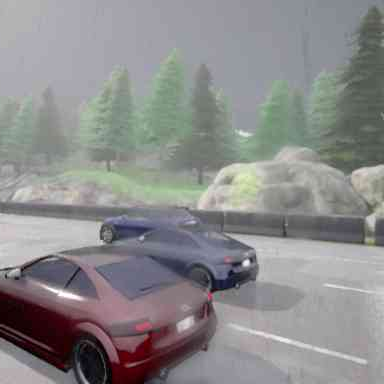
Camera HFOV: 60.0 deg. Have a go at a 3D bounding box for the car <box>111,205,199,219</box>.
[{"bbox_3d":[-1.778,1.302,13.860,4.553,1.767,2.097,0,0,36],"label":"car"}]

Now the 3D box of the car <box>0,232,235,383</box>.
[{"bbox_3d":[-1.700,1.542,5.186,4.181,1.385,1.994,1,0,36],"label":"car"}]

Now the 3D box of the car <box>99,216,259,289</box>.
[{"bbox_3d":[-0.422,1.538,8.579,4.181,1.385,1.994,1,0,36],"label":"car"}]
